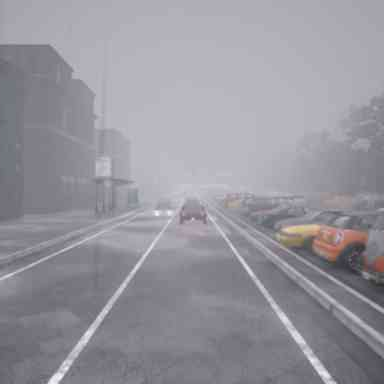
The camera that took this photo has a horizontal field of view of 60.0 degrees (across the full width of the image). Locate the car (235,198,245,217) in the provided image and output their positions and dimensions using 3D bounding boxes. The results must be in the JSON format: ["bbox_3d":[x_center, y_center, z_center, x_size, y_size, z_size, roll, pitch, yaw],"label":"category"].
[{"bbox_3d":[6.268,1.444,26.817,4.892,1.521,2.231,0,0,0],"label":"car"}]

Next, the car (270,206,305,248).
[{"bbox_3d":[6.029,1.484,12.900,5.366,1.575,1.946,0,0,0],"label":"car"}]

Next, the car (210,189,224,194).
[{"bbox_3d":[6.363,0.833,65.806,4.553,1.767,2.185,0,2,0],"label":"car"}]

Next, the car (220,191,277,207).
[{"bbox_3d":[6.328,1.150,37.948,5.566,2.045,2.435,0,0,0],"label":"car"}]

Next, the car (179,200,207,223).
[{"bbox_3d":[0.069,1.530,24.770,1.895,1.301,4.718,0,0,0],"label":"car"}]

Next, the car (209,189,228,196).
[{"bbox_3d":[6.482,0.135,82.512,4.553,1.767,2.185,0,3,0],"label":"car"}]

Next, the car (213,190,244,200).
[{"bbox_3d":[6.397,1.054,57.447,4.553,1.767,2.185,0,1,0],"label":"car"}]

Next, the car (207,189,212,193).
[{"bbox_3d":[6.416,0.657,74.166,4.892,1.521,2.231,0,2,0],"label":"car"}]

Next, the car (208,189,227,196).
[{"bbox_3d":[6.489,0.142,85.303,4.792,1.488,2.163,0,3,0],"label":"car"}]

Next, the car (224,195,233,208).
[{"bbox_3d":[6.285,1.411,35.166,5.008,1.535,2.097,0,0,0],"label":"car"}]

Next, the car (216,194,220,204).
[{"bbox_3d":[6.323,1.352,46.305,5.008,1.535,2.097,0,1,0],"label":"car"}]

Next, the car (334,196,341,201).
[{"bbox_3d":[19.565,1.397,37.944,5.366,1.575,1.946,0,0,0],"label":"car"}]

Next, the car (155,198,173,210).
[{"bbox_3d":[-3.427,1.461,40.702,1.895,1.301,4.718,0,0,0],"label":"car"}]

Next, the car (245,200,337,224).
[{"bbox_3d":[6.248,1.461,21.250,5.008,1.535,2.097,0,0,0],"label":"car"}]

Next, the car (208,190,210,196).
[{"bbox_3d":[6.384,0.798,71.390,4.792,1.488,2.163,0,2,0],"label":"car"}]

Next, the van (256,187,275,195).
[{"bbox_3d":[19.423,-0.265,88.108,4.442,1.987,1.878,-1,3,0],"label":"van"}]

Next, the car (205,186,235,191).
[{"bbox_3d":[6.460,0.282,76.941,5.566,2.045,2.435,0,3,0],"label":"car"}]

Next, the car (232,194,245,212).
[{"bbox_3d":[6.240,1.306,29.725,4.553,1.767,2.185,0,0,0],"label":"car"}]

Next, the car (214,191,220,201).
[{"bbox_3d":[6.387,1.109,54.668,4.553,1.767,2.185,0,1,0],"label":"car"}]

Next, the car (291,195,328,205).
[{"bbox_3d":[19.251,1.228,54.798,5.366,1.575,1.946,0,1,0],"label":"car"}]

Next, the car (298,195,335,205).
[{"bbox_3d":[19.432,1.278,52.009,5.008,1.535,2.097,0,1,0],"label":"car"}]

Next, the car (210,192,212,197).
[{"bbox_3d":[6.355,1.069,63.025,4.792,1.488,2.163,0,2,0],"label":"car"}]

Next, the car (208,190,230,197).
[{"bbox_3d":[6.436,0.401,79.743,5.008,1.535,2.097,0,3,0],"label":"car"}]

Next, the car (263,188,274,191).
[{"bbox_3d":[19.697,0.527,76.971,5.366,1.575,1.946,0,3,0],"label":"car"}]

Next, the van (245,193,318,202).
[{"bbox_3d":[6.369,1.226,24.032,4.442,1.987,1.878,0,0,0],"label":"van"}]

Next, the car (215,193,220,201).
[{"bbox_3d":[6.331,1.321,49.094,5.008,1.535,2.097,0,1,0],"label":"car"}]

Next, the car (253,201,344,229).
[{"bbox_3d":[6.228,1.470,18.467,5.008,1.535,2.097,0,0,0],"label":"car"}]

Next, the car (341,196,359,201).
[{"bbox_3d":[19.341,1.159,35.159,5.566,2.045,2.435,0,0,0],"label":"car"}]

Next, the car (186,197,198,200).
[{"bbox_3d":[0.013,1.348,41.152,2.128,1.511,4.902,0,0,0],"label":"car"}]

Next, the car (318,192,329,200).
[{"bbox_3d":[19.430,1.248,43.638,4.553,1.767,2.185,0,1,0],"label":"car"}]

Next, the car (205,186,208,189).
[{"bbox_3d":[6.440,-0.007,88.083,4.792,1.488,2.163,0,3,0],"label":"car"}]

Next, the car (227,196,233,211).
[{"bbox_3d":[6.466,1.419,32.382,5.366,1.575,1.946,0,0,0],"label":"car"}]

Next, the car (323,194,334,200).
[{"bbox_3d":[19.384,1.389,40.853,5.008,1.535,2.097,0,0,0],"label":"car"}]

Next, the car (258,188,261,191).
[{"bbox_3d":[19.534,0.290,82.671,4.674,1.452,2.002,0,3,0],"label":"car"}]

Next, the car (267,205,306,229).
[{"bbox_3d":[6.226,1.520,15.683,4.674,1.452,2.002,0,0,0],"label":"car"}]

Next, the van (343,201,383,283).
[{"bbox_3d":[6.078,1.276,7.396,4.442,1.987,1.878,0,0,0],"label":"van"}]

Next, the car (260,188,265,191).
[{"bbox_3d":[19.550,0.427,79.762,4.792,1.488,2.163,0,3,0],"label":"car"}]

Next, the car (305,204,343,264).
[{"bbox_3d":[6.174,1.369,10.116,4.553,1.767,2.185,0,0,0],"label":"car"}]

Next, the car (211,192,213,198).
[{"bbox_3d":[6.404,1.143,60.238,4.792,1.488,2.163,0,1,0],"label":"car"}]

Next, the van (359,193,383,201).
[{"bbox_3d":[19.244,1.195,32.375,4.442,1.987,1.878,0,0,0],"label":"van"}]

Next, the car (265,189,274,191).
[{"bbox_3d":[19.688,0.650,74.178,5.366,1.575,1.946,0,3,0],"label":"car"}]

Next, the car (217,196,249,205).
[{"bbox_3d":[6.349,1.322,51.884,4.674,1.452,2.002,0,1,0],"label":"car"}]
